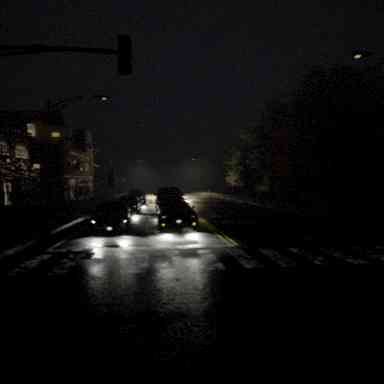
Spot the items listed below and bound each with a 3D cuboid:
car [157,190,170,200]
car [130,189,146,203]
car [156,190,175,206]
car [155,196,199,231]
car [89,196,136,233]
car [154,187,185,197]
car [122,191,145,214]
[{"bbox_3d":[-4.508,0.415,51.395,1.895,1.301,4.718,-1,1,-6],"label":"car"},{"bbox_3d":[-6.304,0.510,37.481,2.097,1.767,4.553,-1,1,-6],"label":"car"},{"bbox_3d":[-2.976,0.623,36.859,1.882,1.535,5.008,-1,1,-6],"label":"car"},{"bbox_3d":[-0.826,1.148,17.520,1.994,1.385,4.181,-1,1,-6],"label":"car"},{"bbox_3d":[-4.096,1.165,17.273,2.033,1.411,5.357,-1,1,-10],"label":"car"},{"bbox_3d":[-1.861,0.595,26.784,2.150,2.045,5.566,-1,1,-6],"label":"car"},{"bbox_3d":[-5.181,0.937,27.290,2.033,1.411,5.357,-1,1,-6],"label":"car"}]
